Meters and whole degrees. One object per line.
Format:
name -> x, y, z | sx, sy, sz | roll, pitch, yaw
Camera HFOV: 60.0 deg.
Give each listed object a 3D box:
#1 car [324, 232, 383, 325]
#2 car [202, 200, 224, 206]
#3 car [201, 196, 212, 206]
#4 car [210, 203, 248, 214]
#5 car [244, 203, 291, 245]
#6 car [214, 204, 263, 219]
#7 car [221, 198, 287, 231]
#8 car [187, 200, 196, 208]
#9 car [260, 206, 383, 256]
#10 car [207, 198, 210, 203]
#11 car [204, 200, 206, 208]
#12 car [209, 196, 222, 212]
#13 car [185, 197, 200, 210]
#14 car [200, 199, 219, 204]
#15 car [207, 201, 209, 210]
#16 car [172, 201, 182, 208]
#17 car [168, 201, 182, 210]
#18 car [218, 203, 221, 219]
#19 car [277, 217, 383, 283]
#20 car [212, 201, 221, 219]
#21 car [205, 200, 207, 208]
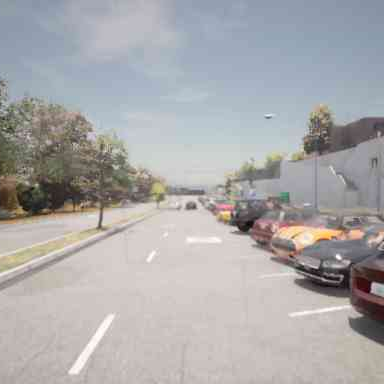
car -> 5.088, 1.585, 5.882 | 4.792, 1.488, 2.163 | 1, -1, -20
car -> 4.881, 2.566, 77.893 | 4.792, 1.488, 2.163 | 1, 0, -20
car -> 4.981, 2.135, 56.899 | 5.566, 2.045, 2.435 | 1, -1, -20
car -> 4.981, 2.237, 44.872 | 4.674, 1.452, 2.002 | 1, -1, -20
car -> 5.014, 1.544, 14.863 | 4.553, 1.767, 2.185 | 1, -1, -20
car -> 4.972, 2.051, 35.857 | 4.792, 1.488, 2.163 | 1, -1, -20
car -> 5.058, 1.508, 20.891 | 5.566, 2.045, 2.435 | 1, -1, -20
car -> -0.145, 2.432, 69.285 | 1.812, 1.442, 4.674 | 0, 0, 0
car -> 5.083, 1.506, 11.878 | 4.553, 1.767, 2.185 | 1, -1, -20
car -> 5.004, 2.125, 47.886 | 4.553, 1.767, 2.185 | 1, -1, -20
car -> 4.984, 2.374, 53.896 | 4.792, 1.488, 2.163 | 1, -1, -20
car -> 4.983, 1.714, 32.859 | 5.566, 2.045, 2.435 | 1, -1, -20
car -> -0.123, 2.280, 59.249 | 2.097, 1.767, 4.553 | 0, -1, 0
car -> 4.869, 2.630, 92.917 | 4.674, 1.452, 2.002 | 1, 0, -20
car -> 4.978, 2.140, 41.873 | 5.008, 1.535, 2.097 | 1, -1, -20
car -> -3.146, 2.549, 69.671 | 1.895, 1.301, 4.718 | 0, 0, 0
car -> -3.124, 2.460, 59.634 | 1.812, 1.442, 4.674 | 0, -1, 0
car -> 5.190, 1.859, 26.938 | 5.366, 1.575, 1.946 | 1, -1, -20
car -> 5.064, 1.594, 8.866 | 4.892, 1.521, 2.231 | 1, -1, -20
car -> 4.837, 1.903, 29.803 | 5.366, 1.575, 1.946 | 1, -1, -20
car -> 4.968, 2.343, 50.871 | 4.674, 1.452, 2.002 | 1, -1, -20
